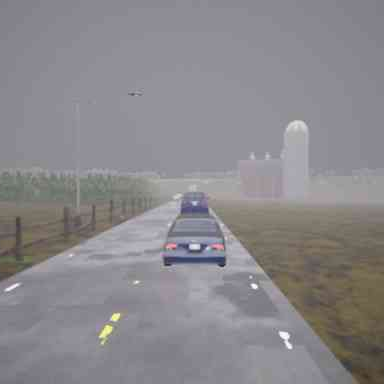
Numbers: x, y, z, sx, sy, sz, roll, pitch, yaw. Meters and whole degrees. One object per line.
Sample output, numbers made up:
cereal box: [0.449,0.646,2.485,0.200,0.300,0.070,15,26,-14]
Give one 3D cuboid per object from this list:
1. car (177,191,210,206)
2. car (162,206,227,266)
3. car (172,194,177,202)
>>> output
car: [0.235,0.947,27.055,2.150,2.045,5.566,0,1,1]
car: [0.107,1.422,11.015,2.033,1.411,5.357,0,1,1]
car: [-2.373,1.067,58.334,1.812,1.442,4.674,0,0,1]
